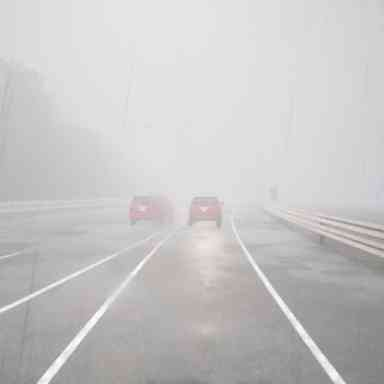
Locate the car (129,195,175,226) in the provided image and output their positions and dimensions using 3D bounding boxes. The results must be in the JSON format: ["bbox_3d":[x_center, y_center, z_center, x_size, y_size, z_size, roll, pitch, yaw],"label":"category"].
[{"bbox_3d":[-2.741,1.228,23.629,2.150,2.045,5.566,0,0,8],"label":"car"}]

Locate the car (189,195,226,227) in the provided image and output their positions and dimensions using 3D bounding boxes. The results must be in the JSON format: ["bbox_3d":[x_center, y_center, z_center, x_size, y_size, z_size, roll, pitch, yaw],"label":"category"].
[{"bbox_3d":[1.084,1.261,23.648,2.150,2.045,5.566,0,0,6],"label":"car"}]

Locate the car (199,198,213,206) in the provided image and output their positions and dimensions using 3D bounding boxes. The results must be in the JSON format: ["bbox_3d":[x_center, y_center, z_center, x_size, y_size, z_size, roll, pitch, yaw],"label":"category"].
[{"bbox_3d":[2.494,1.719,58.880,1.895,1.301,4.718,1,0,8],"label":"car"}]

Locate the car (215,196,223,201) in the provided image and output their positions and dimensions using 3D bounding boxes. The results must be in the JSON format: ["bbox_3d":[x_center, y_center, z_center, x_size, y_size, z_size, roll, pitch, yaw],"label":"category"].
[{"bbox_3d":[7.735,1.787,94.912,1.812,1.442,4.674,1,0,8],"label":"car"}]
